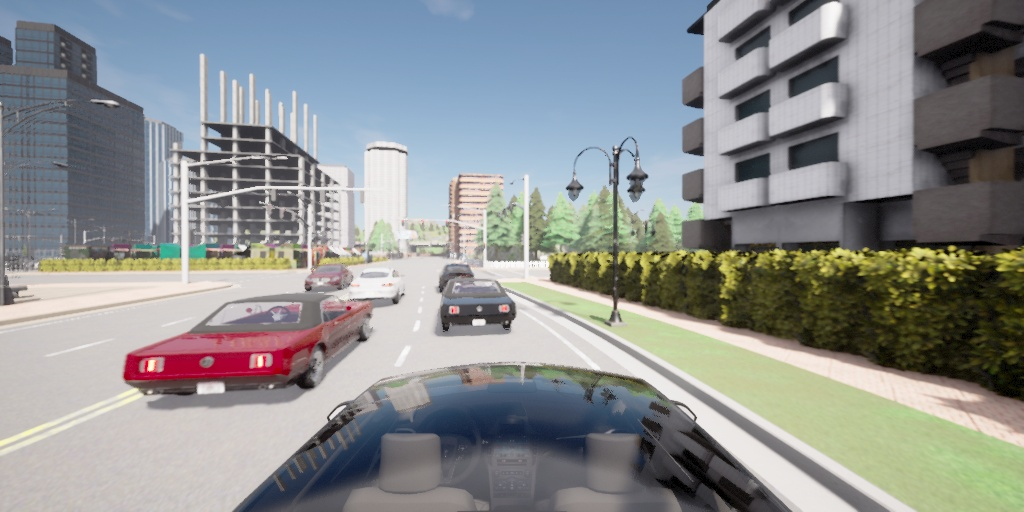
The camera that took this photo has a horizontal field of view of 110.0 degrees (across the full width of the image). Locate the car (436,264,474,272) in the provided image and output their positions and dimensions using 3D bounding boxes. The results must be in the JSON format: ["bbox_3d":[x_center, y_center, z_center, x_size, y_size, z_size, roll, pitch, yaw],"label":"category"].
[{"bbox_3d":[-3.122,1.163,20.053,1.837,1.490,4.892,0,0,-13],"label":"car"}]

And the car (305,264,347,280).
[{"bbox_3d":[-10.633,1.191,21.197,1.812,1.442,4.674,0,0,-13],"label":"car"}]

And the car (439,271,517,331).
[{"bbox_3d":[-1.186,1.304,10.836,1.895,1.301,4.718,0,0,-10],"label":"car"}]

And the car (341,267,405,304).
[{"bbox_3d":[-5.703,1.213,15.491,1.812,1.442,4.674,0,0,-12],"label":"car"}]

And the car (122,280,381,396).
[{"bbox_3d":[-4.013,1.332,6.635,1.895,1.301,4.718,0,0,-8],"label":"car"}]
